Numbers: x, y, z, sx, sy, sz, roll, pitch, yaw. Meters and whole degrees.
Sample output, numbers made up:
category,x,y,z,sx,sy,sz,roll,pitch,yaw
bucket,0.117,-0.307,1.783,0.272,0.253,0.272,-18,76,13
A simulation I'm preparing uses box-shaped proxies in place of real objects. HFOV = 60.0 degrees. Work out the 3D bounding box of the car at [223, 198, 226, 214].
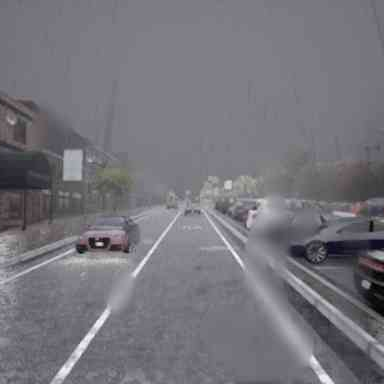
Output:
category,x,y,z,sx,sy,sz,roll,pitch,yaw
car,5.569,1.670,31.276,4.553,1.767,2.185,0,-1,0

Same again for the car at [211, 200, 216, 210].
category,x,y,z,sx,sy,sz,roll,pitch,yaw
car,5.632,1.698,42.487,5.566,2.045,2.435,0,-1,0

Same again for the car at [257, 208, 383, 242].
category,x,y,z,sx,sy,sz,roll,pitch,yaw
car,5.611,1.607,14.450,4.892,1.521,2.231,0,-1,0

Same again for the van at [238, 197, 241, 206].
category,x,y,z,sx,sy,sz,roll,pitch,yaw
van,5.723,1.475,22.867,4.442,1.987,1.878,0,-1,0

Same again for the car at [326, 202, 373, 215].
category,x,y,z,sx,sy,sz,roll,pitch,yaw
car,18.684,1.946,39.682,4.674,1.452,2.002,0,-1,0

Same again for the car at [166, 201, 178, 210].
category,x,y,z,sx,sy,sz,roll,pitch,yaw
car,-3.294,2.296,56.150,2.033,1.411,5.357,0,-1,1

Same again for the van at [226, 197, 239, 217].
category,x,y,z,sx,sy,sz,roll,pitch,yaw
van,5.486,1.538,28.473,4.442,1.987,1.878,0,-1,0

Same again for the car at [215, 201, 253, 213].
category,x,y,z,sx,sy,sz,roll,pitch,yaw
car,5.600,1.997,45.284,4.892,1.521,2.231,0,-1,0

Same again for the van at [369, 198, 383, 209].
category,x,y,z,sx,sy,sz,roll,pitch,yaw
van,18.797,1.570,31.337,4.442,1.987,1.878,0,-1,0

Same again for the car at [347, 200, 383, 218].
category,x,y,z,sx,sy,sz,roll,pitch,yaw
car,18.649,1.705,34.116,4.553,1.767,2.185,0,-1,0

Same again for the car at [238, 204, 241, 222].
category,x,y,z,sx,sy,sz,roll,pitch,yaw
car,5.604,1.669,20.060,5.008,1.535,2.097,0,-1,0

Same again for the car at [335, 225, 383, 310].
category,x,y,z,sx,sy,sz,roll,pitch,yaw
car,5.620,1.522,6.045,5.008,1.535,2.097,0,0,0

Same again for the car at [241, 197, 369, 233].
category,x,y,z,sx,sy,sz,roll,pitch,yaw
car,5.641,1.386,17.260,5.566,2.045,2.435,0,-1,0

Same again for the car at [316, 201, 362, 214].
category,x,y,z,sx,sy,sz,roll,pitch,yaw
car,18.688,1.948,42.469,5.008,1.535,2.097,0,-1,0

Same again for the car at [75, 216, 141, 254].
category,x,y,z,sx,sy,sz,roll,pitch,yaw
car,-3.347,1.698,13.963,1.994,1.385,4.181,0,-1,0

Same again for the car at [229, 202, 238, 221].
category,x,y,z,sx,sy,sz,roll,pitch,yaw
car,5.598,1.733,25.666,4.892,1.521,2.231,0,-1,0

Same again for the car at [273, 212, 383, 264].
category,x,y,z,sx,sy,sz,roll,pitch,yaw
car,5.590,1.606,11.652,4.792,1.488,2.163,0,-1,0

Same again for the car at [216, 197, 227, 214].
category,x,y,z,sx,sy,sz,roll,pitch,yaw
car,5.629,1.579,34.078,5.566,2.045,2.435,0,-1,0

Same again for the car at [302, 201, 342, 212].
category,x,y,z,sx,sy,sz,roll,pitch,yaw
car,18.683,2.044,48.036,5.008,1.535,2.097,0,-1,0

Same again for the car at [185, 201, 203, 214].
category,x,y,z,sx,sy,sz,roll,pitch,yaw
car,0.108,2.062,41.822,1.895,1.301,4.718,0,-1,0
